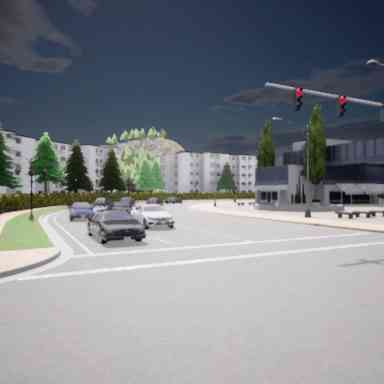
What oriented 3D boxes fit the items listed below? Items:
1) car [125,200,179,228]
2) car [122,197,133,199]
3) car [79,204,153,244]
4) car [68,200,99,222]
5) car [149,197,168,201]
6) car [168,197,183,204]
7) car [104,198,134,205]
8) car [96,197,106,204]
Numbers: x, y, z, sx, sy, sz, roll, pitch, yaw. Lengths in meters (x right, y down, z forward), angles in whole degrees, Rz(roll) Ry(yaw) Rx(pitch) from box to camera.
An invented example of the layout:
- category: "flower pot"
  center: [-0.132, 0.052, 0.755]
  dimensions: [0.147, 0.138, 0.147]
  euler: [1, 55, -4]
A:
- category: "car"
  center: [-2.702, 1.520, 21.635]
  dimensions: [1.812, 1.442, 4.674]
  euler: [0, 0, -26]
- category: "car"
  center: [-9.725, 1.495, 49.418]
  dimensions: [1.837, 1.490, 4.892]
  euler: [0, 0, 3]
- category: "car"
  center: [-3.872, 1.544, 16.166]
  dimensions: [2.033, 1.411, 5.357]
  euler: [0, 0, -27]
- category: "car"
  center: [-8.888, 1.521, 26.677]
  dimensions: [1.812, 1.442, 4.674]
  euler: [0, 0, -22]
- category: "car"
  center: [-5.797, 1.533, 52.525]
  dimensions: [2.033, 1.411, 5.357]
  euler: [0, 0, 8]
- category: "car"
  center: [-3.385, 1.544, 62.682]
  dimensions: [1.994, 1.385, 4.181]
  euler: [0, 0, 25]
- category: "car"
  center: [-6.422, 1.557, 29.874]
  dimensions: [1.994, 1.385, 4.181]
  euler: [0, 0, -21]
- category: "car"
  center: [-13.239, 1.516, 48.825]
  dimensions: [1.812, 1.442, 4.674]
  euler: [0, 0, 3]
